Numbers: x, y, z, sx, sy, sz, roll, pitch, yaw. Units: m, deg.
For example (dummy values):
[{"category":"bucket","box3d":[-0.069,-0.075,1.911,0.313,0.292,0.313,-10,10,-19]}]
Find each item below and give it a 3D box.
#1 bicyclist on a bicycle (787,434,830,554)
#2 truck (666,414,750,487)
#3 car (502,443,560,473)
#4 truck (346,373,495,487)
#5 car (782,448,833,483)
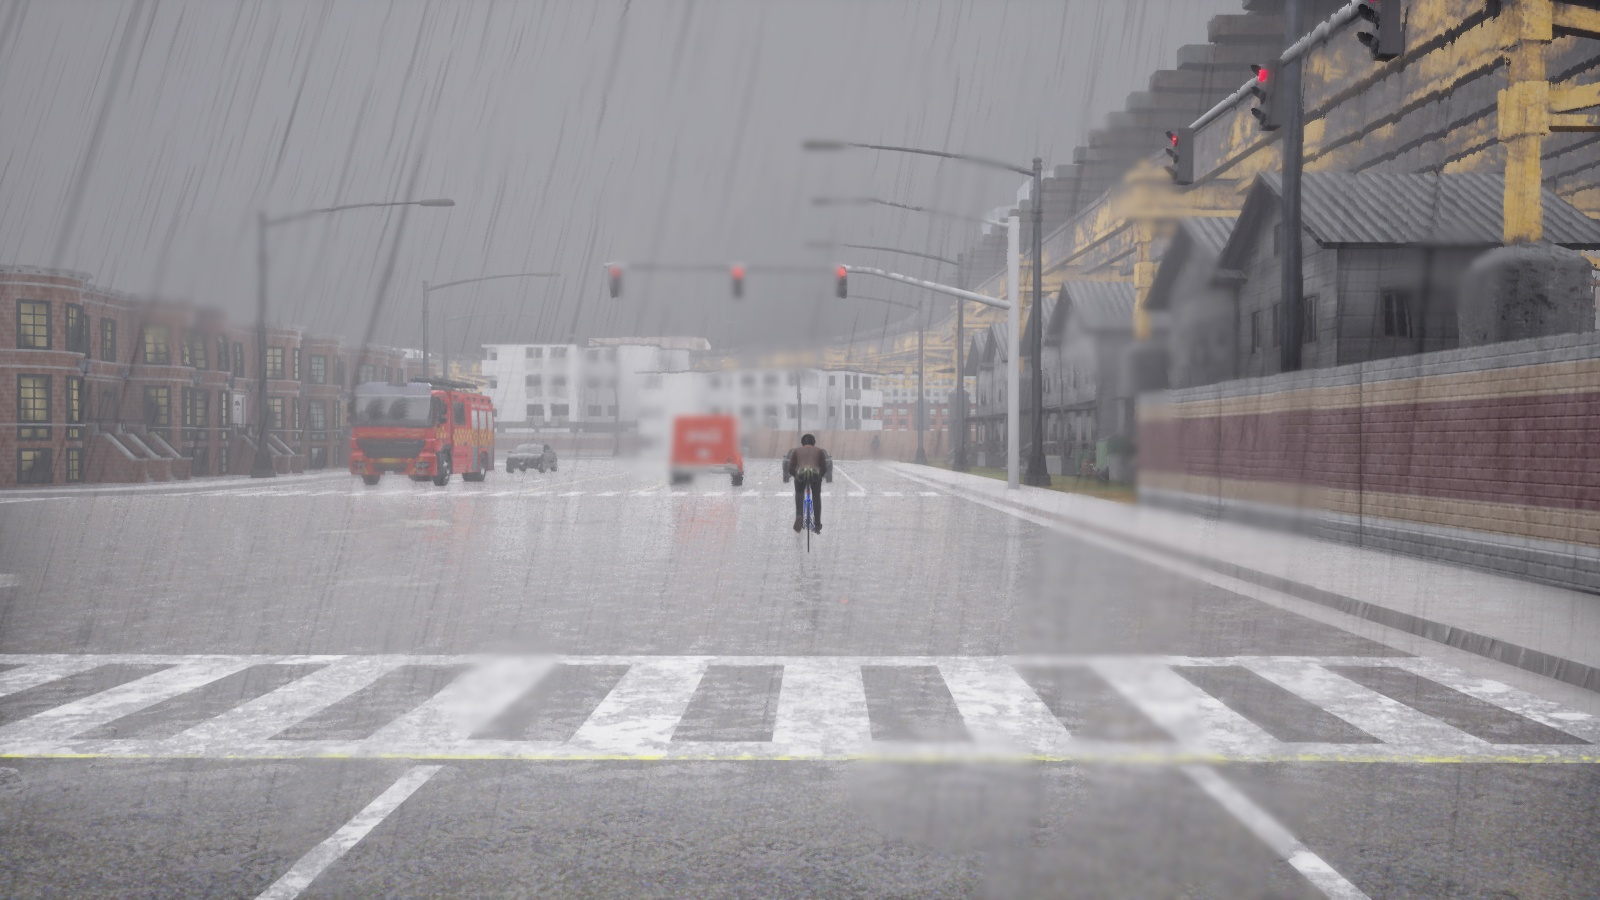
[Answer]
[{"category":"bicyclist on a bicycle","box3d":[0.118,0.599,17.822,0.582,1.620,1.656,0,0,0]},{"category":"truck","box3d":[-3.226,0.002,45.217,2.627,2.467,5.204,0,0,0]},{"category":"car","box3d":[-13.619,0.380,63.829,1.837,1.490,4.892,0,0,0]},{"category":"truck","box3d":[-13.720,-0.690,46.212,2.891,3.827,8.468,0,0,0]},{"category":"car","box3d":[0.295,0.571,48.976,1.895,1.301,4.718,0,0,0]}]
